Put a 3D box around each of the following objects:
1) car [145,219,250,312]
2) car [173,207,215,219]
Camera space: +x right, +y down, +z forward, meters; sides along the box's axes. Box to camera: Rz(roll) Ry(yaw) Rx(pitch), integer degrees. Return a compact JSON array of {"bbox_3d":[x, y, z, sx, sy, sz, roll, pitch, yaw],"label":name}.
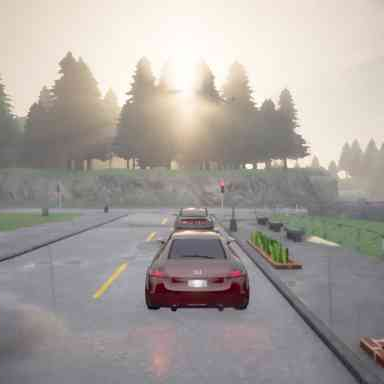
[{"bbox_3d":[0.096,1.564,7.809,1.994,1.385,4.181,0,0,0],"label":"car"},{"bbox_3d":[0.091,1.505,16.721,1.837,1.490,4.892,0,0,0],"label":"car"}]
